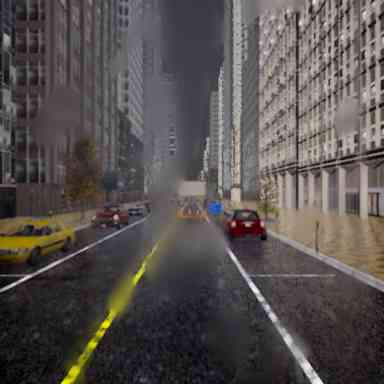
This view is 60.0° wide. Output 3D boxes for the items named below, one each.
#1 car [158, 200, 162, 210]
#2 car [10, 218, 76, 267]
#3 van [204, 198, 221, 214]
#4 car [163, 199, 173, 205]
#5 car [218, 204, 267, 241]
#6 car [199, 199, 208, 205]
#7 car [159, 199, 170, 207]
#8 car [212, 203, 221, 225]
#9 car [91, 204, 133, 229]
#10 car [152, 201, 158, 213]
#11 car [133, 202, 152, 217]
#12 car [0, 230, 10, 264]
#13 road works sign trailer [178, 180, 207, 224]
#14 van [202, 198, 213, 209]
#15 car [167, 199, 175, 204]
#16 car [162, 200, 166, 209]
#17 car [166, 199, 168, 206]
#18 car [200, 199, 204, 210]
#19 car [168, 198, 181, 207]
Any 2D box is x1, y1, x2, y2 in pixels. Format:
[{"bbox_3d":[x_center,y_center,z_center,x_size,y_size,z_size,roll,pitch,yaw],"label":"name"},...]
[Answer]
[{"bbox_3d":[-5.697,2.020,46.236,1.887,1.381,4.507,-1,-1,0],"label":"car"},{"bbox_3d":[-5.697,1.649,11.966,1.752,1.417,4.829,-1,-1,0],"label":"car"},{"bbox_3d":[2.681,1.758,40.554,1.690,1.788,3.998,-1,-1,0],"label":"van"},{"bbox_3d":[-5.698,2.375,80.335,2.008,1.369,4.403,-1,-1,0],"label":"car"},{"bbox_3d":[2.682,1.624,17.820,1.967,1.590,4.097,-1,-1,0],"label":"car"},{"bbox_3d":[2.683,2.375,80.335,2.008,1.369,4.403,-1,-1,0],"label":"car"},{"bbox_3d":[-5.698,2.259,68.969,2.008,1.369,4.403,-1,-1,0],"label":"car"},{"bbox_3d":[2.683,1.769,23.672,1.752,1.417,4.829,-1,-1,0],"label":"car"},{"bbox_3d":[-5.698,1.682,23.504,1.967,1.590,4.097,-1,-1,0],"label":"car"},{"bbox_3d":[-5.697,1.983,40.552,1.947,1.339,4.313,-1,-1,0],"label":"car"},{"bbox_3d":[-5.697,1.909,34.869,2.008,1.369,4.403,-1,-1,0],"label":"car"},{"bbox_3d":[-5.698,1.508,6.453,1.967,1.590,4.097,-1,-1,0],"label":"car"},{"bbox_3d":[0.001,0.752,27.912,2.380,3.560,2.880,0,-1,0],"label":"road works sign trailer"},{"bbox_3d":[2.681,1.933,57.604,1.690,1.788,3.998,-1,-1,0],"label":"van"},{"bbox_3d":[-5.698,2.522,91.702,1.802,1.307,4.206,-1,-1,0],"label":"car"},{"bbox_3d":[-5.698,2.084,51.919,2.008,1.369,4.403,-1,-1,0],"label":"car"},{"bbox_3d":[-5.697,2.174,57.602,1.802,1.307,4.206,-1,-1,0],"label":"car"},{"bbox_3d":[2.681,1.849,51.921,2.192,1.841,5.009,-1,-1,0],"label":"car"},{"bbox_3d":[-3.016,2.170,65.308,2.128,1.511,4.902,0,-1,0],"label":"car"}]
